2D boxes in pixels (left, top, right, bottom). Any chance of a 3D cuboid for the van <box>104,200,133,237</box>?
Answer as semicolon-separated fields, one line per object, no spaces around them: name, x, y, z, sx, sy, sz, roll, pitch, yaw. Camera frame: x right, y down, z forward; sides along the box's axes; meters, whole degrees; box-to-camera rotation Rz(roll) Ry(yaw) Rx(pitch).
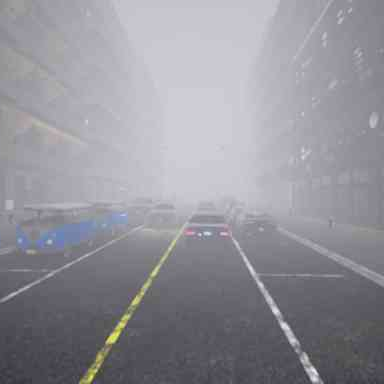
van;-4.595;1.320;17.796;1.690;1.788;3.998;2;0;2

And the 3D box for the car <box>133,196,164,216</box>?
car;-4.133;1.313;28.847;2.192;1.841;5.009;2;0;2

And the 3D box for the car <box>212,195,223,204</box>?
car;5.547;1.509;72.672;2.192;1.841;5.009;2;0;2

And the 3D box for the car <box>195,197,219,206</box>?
car;1.404;1.548;32.257;1.837;1.490;4.892;0;0;2

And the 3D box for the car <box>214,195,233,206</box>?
car;4.165;1.392;39.511;2.192;1.841;5.009;2;0;2

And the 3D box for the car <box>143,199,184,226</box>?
car;-1.894;1.483;23.765;1.882;1.535;5.008;0;0;3

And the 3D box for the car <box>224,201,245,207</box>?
car;3.500;1.588;22.931;1.887;1.381;4.507;2;0;2

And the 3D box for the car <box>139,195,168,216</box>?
car;-3.902;1.324;34.372;2.192;1.841;5.009;2;0;2

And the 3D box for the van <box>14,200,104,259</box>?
van;-4.825;1.312;12.269;1.690;1.788;3.998;2;0;2

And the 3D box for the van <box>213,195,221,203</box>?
van;5.776;1.561;78.198;1.690;1.788;3.998;2;0;2

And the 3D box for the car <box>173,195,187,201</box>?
car;-2.750;1.407;62.000;2.192;1.841;5.009;2;0;2

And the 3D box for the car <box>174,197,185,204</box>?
car;-2.527;1.659;67.527;1.887;1.381;4.507;2;0;2

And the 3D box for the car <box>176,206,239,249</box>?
car;0.663;1.559;14.532;2.033;1.411;5.357;0;0;2

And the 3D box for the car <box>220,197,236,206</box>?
car;3.742;1.493;28.458;1.967;1.590;4.097;2;0;2

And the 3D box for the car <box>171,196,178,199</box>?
car;-3.449;1.602;45.425;1.947;1.339;4.313;2;0;2

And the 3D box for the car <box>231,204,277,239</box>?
car;3.270;1.579;17.406;1.887;1.381;4.507;2;0;2
